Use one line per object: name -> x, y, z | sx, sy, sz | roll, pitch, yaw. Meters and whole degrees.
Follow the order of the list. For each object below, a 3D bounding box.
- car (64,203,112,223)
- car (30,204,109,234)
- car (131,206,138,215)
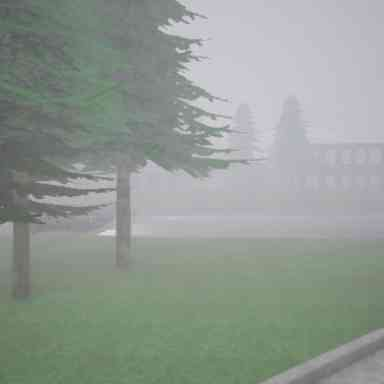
car -> -7.546, 1.494, 22.128 | 4.892, 1.490, 1.837 | 0, 0, 3
car -> -7.152, 1.556, 18.602 | 4.181, 1.385, 1.994 | 0, 0, 3
car -> -7.231, 1.473, 29.121 | 4.902, 1.511, 2.128 | 0, 0, 3
